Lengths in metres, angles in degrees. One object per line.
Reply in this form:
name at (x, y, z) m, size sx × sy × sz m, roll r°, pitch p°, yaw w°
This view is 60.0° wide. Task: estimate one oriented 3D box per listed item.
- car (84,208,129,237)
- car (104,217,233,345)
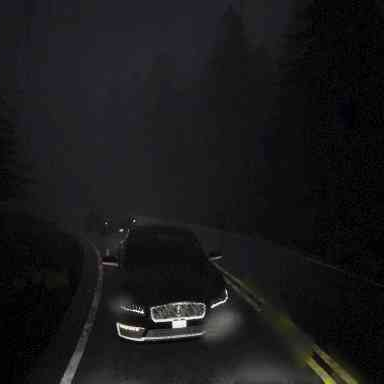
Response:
car at (-4.615, 1.609, 18.513) m, size 1.895 × 1.301 × 4.718 m, roll -3°, pitch 1°, yaw -29°
car at (-0.640, 1.494, 6.775) m, size 1.837 × 1.490 × 4.892 m, roll -1°, pitch 0°, yaw -11°
